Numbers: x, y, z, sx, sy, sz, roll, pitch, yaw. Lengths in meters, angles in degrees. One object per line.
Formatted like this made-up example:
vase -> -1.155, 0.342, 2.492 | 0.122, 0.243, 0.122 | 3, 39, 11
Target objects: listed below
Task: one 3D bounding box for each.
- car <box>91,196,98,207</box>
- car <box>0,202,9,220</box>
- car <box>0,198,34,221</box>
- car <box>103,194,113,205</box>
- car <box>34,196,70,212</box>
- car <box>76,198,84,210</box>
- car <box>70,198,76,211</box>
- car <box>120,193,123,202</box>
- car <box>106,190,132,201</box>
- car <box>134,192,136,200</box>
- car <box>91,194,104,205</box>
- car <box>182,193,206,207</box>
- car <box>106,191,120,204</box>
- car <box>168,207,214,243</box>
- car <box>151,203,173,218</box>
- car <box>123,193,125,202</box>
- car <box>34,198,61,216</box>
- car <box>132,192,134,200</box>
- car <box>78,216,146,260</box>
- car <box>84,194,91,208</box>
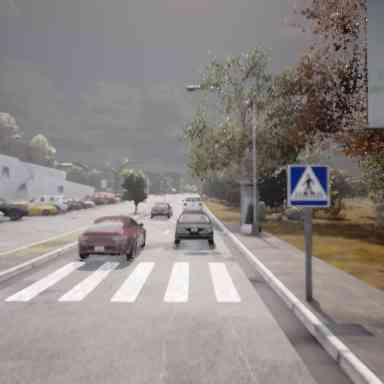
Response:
car -> -16.834, 1.681, 49.203 | 4.674, 1.452, 2.002 | -1, 0, -20
car -> -16.846, 1.719, 25.177 | 4.674, 1.452, 2.002 | -1, -1, -20
car -> -16.818, 1.443, 28.198 | 5.566, 2.045, 2.435 | -1, -1, -20
car -> -16.802, 1.594, 58.219 | 4.792, 1.488, 2.163 | -1, 0, -20
car -> -16.866, 1.449, 37.178 | 5.566, 2.045, 2.435 | -1, 0, -20
car -> -16.837, 1.722, 43.203 | 4.674, 1.452, 2.002 | -1, 0, -20
car -> -16.861, 1.721, 40.178 | 4.792, 1.488, 2.163 | -1, 0, -20
car -> -16.651, 1.511, 64.274 | 5.366, 1.575, 1.946 | -1, 0, -20
car -> -16.849, 1.213, 73.190 | 5.566, 2.045, 2.435 | -1, 1, -20
car -> -16.851, 1.308, 82.203 | 4.553, 1.767, 2.185 | -1, 0, -20
car -> -16.823, 1.617, 52.203 | 5.008, 1.535, 2.097 | -1, 1, -20
car -> 0.093, 1.432, 37.237 | 2.150, 2.045, 5.566 | 0, 0, 0
car -> -16.806, 1.289, 61.221 | 5.566, 2.045, 2.435 | -1, 0, -20
car -> 0.097, 1.685, 16.729 | 2.033, 1.411, 5.357 | 0, 0, 0
car -> -2.906, 1.758, 32.470 | 2.033, 1.411, 5.357 | 0, 0, 0
car -> -16.997, 1.498, 67.141 | 5.366, 1.575, 1.946 | -1, 1, -20
car -> -16.666, 1.697, 34.251 | 5.366, 1.575, 1.946 | -1, 0, -20
car -> -16.790, 1.314, 79.217 | 4.553, 1.767, 2.185 | -1, 1, -20
car -> -2.905, 1.633, 12.752 | 1.812, 1.442, 4.674 | 0, 0, 0
car -> -16.865, 1.537, 46.191 | 4.553, 1.767, 2.185 | -1, 0, -20
